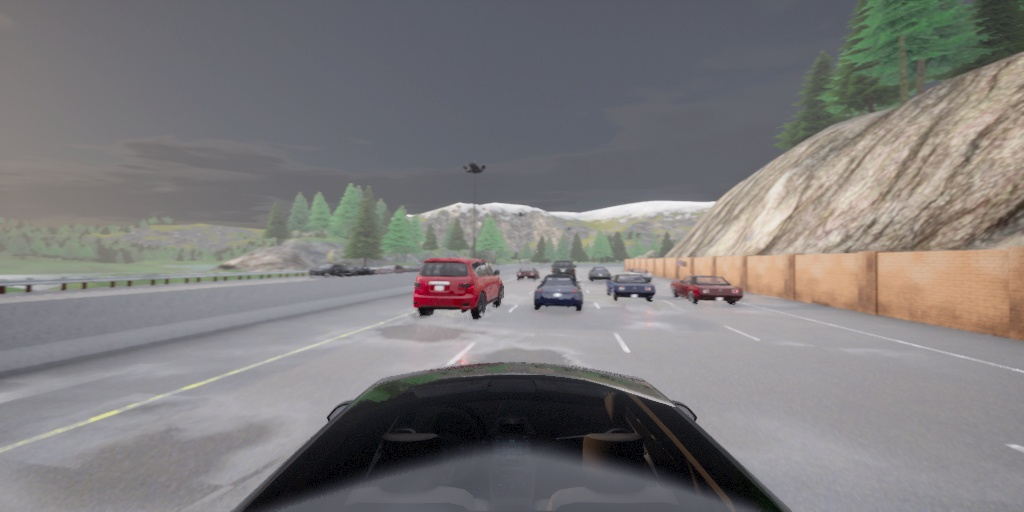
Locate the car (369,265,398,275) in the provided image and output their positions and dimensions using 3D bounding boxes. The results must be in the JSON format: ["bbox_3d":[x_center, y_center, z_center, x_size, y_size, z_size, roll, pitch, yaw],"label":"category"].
[{"bbox_3d":[-12.510,1.615,37.232,1.812,1.442,4.674,0,-1,9],"label":"car"}]

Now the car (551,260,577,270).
[{"bbox_3d":[4.795,1.400,33.353,2.150,2.045,5.566,0,0,9],"label":"car"}]

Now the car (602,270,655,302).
[{"bbox_3d":[6.131,1.612,19.100,1.895,1.301,4.718,0,-1,9],"label":"car"}]

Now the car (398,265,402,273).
[{"bbox_3d":[-9.119,1.651,36.275,2.033,1.411,5.357,0,-1,9],"label":"car"}]

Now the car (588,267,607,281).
[{"bbox_3d":[8.762,1.805,36.132,1.994,1.385,4.181,0,-1,9],"label":"car"}]

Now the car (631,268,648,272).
[{"bbox_3d":[12.072,1.850,34.627,1.895,1.301,4.718,0,-1,9],"label":"car"}]

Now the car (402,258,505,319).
[{"bbox_3d":[-1.807,1.106,13.666,2.150,2.045,5.566,0,0,9],"label":"car"}]

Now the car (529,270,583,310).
[{"bbox_3d":[2.087,1.505,15.906,1.994,1.385,4.181,0,-1,9],"label":"car"}]

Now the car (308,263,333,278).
[{"bbox_3d":[-19.438,1.525,38.229,1.882,1.535,5.008,0,-1,9],"label":"car"}]

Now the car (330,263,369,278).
[{"bbox_3d":[-16.086,1.660,37.020,1.895,1.301,4.718,0,-1,9],"label":"car"}]

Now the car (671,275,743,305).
[{"bbox_3d":[9.498,1.625,17.970,1.895,1.301,4.718,0,-1,9],"label":"car"}]

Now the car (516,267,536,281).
[{"bbox_3d":[1.667,1.786,36.043,1.895,1.301,4.718,0,-1,9],"label":"car"}]
